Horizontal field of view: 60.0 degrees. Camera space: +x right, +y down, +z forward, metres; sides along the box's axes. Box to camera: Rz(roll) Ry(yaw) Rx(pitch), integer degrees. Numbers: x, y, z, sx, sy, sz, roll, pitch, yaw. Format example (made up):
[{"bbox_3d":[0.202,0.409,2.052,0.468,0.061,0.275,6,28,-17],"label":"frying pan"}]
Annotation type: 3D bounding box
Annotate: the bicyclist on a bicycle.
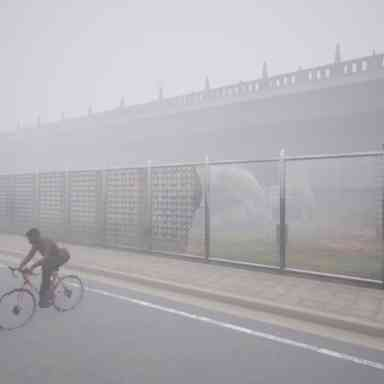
[{"bbox_3d":[-2.609,1.445,5.833,0.582,1.620,1.656,0,2,35],"label":"bicyclist on a bicycle"}]
